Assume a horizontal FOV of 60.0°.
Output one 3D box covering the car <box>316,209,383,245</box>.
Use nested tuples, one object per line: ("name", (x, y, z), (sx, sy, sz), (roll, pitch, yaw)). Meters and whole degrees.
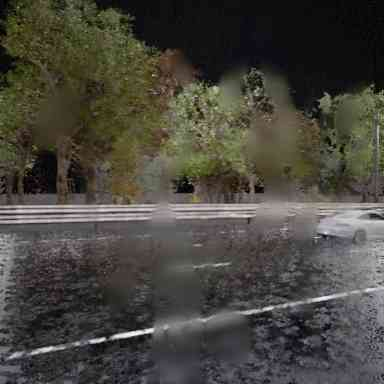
("car", (7.837, 1.537, 15.313), (4.674, 1.442, 1.812), (1, 0, -26))
